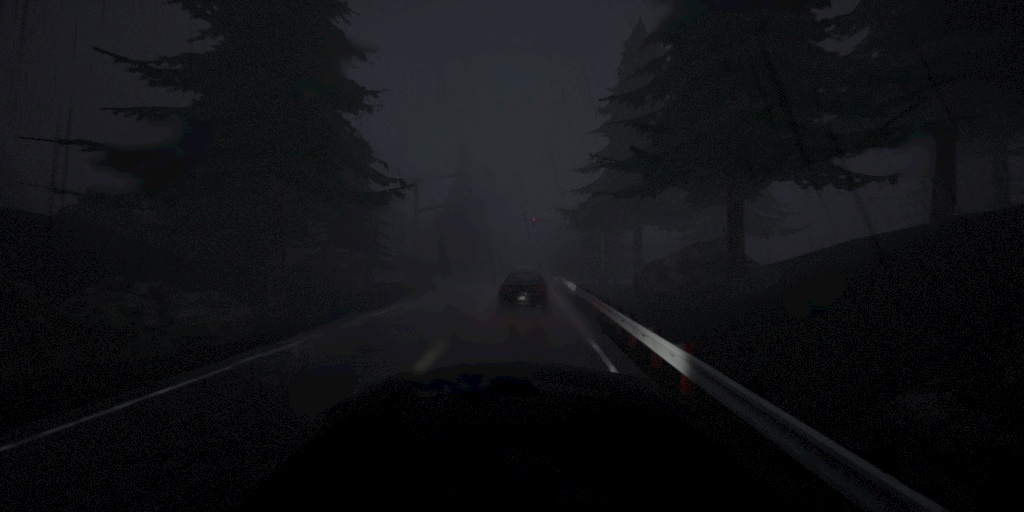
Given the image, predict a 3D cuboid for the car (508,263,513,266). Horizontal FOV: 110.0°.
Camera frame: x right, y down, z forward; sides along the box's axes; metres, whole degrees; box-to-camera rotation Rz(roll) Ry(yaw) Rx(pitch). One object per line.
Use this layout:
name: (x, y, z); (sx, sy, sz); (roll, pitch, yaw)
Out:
car: (0.904, 1.534, 28.601); (1.812, 1.442, 4.674); (0, 0, -4)

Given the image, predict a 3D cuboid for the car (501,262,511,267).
car: (-0.768, 1.814, 61.382); (1.882, 1.535, 5.008); (0, 0, 3)

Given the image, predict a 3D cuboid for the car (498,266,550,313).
car: (0.541, 1.358, 14.915); (1.882, 1.535, 5.008); (0, 0, 3)
